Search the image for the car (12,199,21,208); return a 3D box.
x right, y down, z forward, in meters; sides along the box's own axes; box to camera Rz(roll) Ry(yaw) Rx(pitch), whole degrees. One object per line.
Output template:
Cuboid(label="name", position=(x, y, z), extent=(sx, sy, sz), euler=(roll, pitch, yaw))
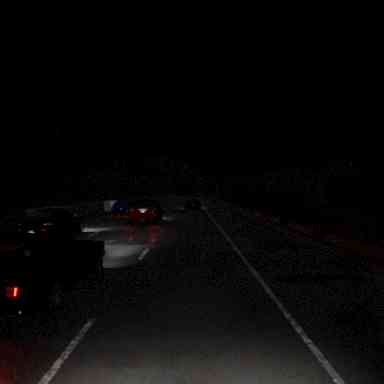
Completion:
Cuboid(label="car", position=(-21.089, 1.509, 37.096), extent=(2.128, 1.511, 4.902), euler=(0, 0, 0))

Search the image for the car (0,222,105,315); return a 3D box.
Cuboid(label="car", position=(-3.402, 1.604, 7.498), extent=(1.895, 1.301, 4.718), euler=(0, 0, 0))

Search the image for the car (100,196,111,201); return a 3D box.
Cuboid(label="car", position=(-13.756, 1.530, 57.505), extent=(1.837, 1.490, 4.892), euler=(0, 0, 2))

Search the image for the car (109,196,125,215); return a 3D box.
Cuboid(label="car", position=(-6.909, 1.494, 34.771), extent=(1.882, 1.535, 5.008), euler=(0, 0, 0))

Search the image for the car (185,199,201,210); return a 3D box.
Cuboid(label="car", position=(0.119, 1.584, 42.858), extent=(1.994, 1.385, 4.181), euler=(0, 0, 0))

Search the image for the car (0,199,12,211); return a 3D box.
Cuboid(label="car", position=(-17.603, 1.504, 27.727), extent=(2.128, 1.511, 4.902), euler=(0, 0, 0))

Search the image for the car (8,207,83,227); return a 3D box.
Cuboid(label="car", position=(-6.904, 1.533, 16.580), extent=(1.812, 1.442, 4.674), euler=(0, 0, 0))

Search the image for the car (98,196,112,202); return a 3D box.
Cuboid(label="car", position=(-20.153, 1.560, 77.200), extent=(1.812, 1.442, 4.674), euler=(0, 0, 2))

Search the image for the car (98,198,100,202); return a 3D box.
Cuboid(label="car", position=(-16.929, 1.532, 67.497), extent=(1.837, 1.490, 4.892), euler=(0, 0, 2))

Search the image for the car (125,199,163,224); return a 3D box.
Cuboid(label="car", position=(-3.407, 1.364, 25.262), extent=(2.097, 1.767, 4.553), euler=(0, 0, 0))
